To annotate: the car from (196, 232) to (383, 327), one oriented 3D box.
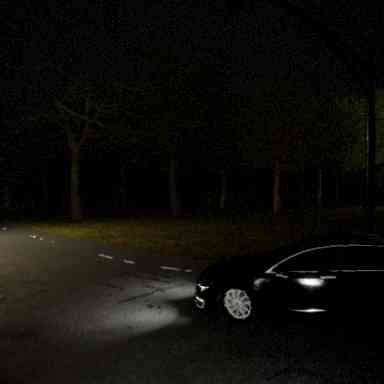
[{"bbox_3d":[2.474,1.538,6.071,4.892,1.490,1.837,-3,0,18],"label":"car"}]
